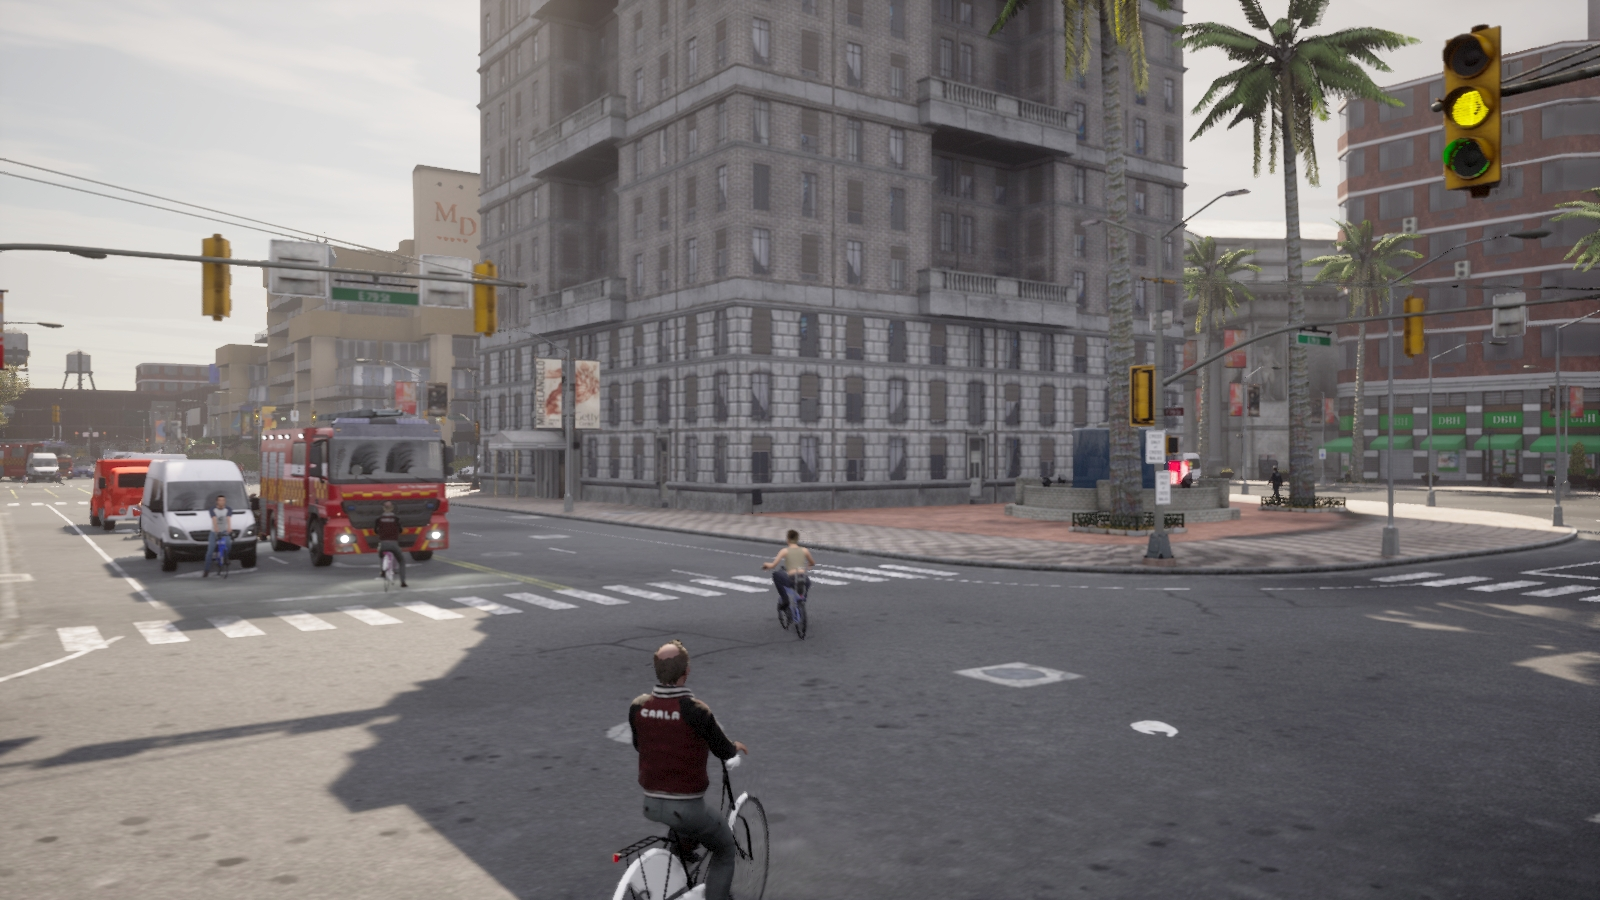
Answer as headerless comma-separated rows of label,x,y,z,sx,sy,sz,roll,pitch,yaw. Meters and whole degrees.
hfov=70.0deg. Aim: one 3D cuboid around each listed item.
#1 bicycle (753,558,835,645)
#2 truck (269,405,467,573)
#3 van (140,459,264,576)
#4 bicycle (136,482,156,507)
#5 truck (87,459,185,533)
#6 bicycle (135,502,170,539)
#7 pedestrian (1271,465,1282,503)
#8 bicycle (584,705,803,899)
bicycle,-0.108,2.252,17.272,0.859,1.080,1.487,-1,0,-15
truck,-11.672,0.887,30.266,2.891,3.827,8.468,0,0,-35
van,-15.033,1.533,28.535,1.988,2.561,5.915,0,0,-35
bicycle,-32.756,2.208,57.242,0.329,1.171,1.835,0,0,-13
truck,-24.086,1.568,41.351,2.627,2.467,5.204,0,0,-35
bicycle,-20.821,2.255,36.729,0.859,1.080,1.487,0,0,-35
pedestrian,23.658,1.677,56.710,0.375,1.860,0.375,0,0,-7
bicycle,-0.520,2.209,6.369,0.329,1.171,1.835,-1,0,24
